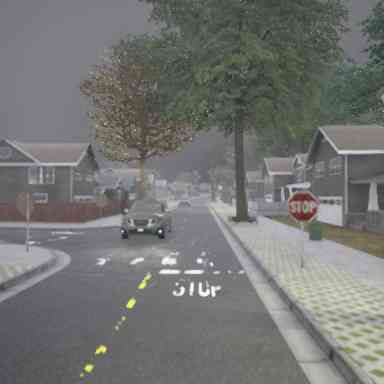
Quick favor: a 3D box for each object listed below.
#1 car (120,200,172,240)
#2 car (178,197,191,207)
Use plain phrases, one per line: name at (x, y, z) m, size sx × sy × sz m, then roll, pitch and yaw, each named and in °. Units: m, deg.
car at (-2.342, 1.457, 18.370) m, size 2.150 × 2.045 × 5.566 m, roll 0°, pitch -1°, yaw 2°
car at (-1.288, 1.659, 58.344) m, size 2.097 × 1.767 × 4.553 m, roll 0°, pitch 0°, yaw 2°
